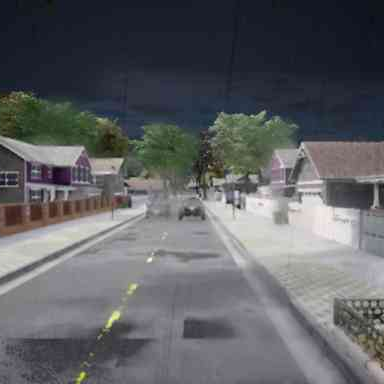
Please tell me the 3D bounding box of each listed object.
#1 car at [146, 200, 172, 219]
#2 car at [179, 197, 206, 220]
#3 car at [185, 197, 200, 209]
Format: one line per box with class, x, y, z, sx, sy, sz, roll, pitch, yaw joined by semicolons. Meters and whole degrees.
car;-2.755;1.408;28.354;2.128;1.511;4.902;0;0;0
car;0.021;1.270;27.252;2.097;1.767;4.553;0;0;0
car;0.082;1.394;44.658;1.812;1.442;4.674;0;0;0
